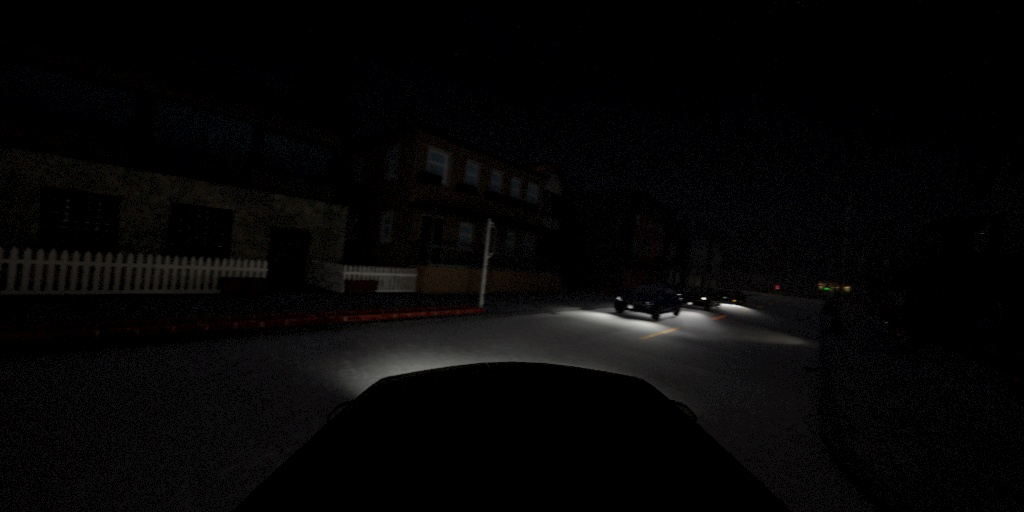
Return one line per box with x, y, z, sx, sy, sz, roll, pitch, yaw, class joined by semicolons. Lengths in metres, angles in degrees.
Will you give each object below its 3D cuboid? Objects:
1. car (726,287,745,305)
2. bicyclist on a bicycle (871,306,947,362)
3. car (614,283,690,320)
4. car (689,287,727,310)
18.990;3.423;31.306;1.994;1.385;4.181;6;0;41;car
12.682;2.445;11.452;1.656;1.620;0.582;7;1;41;bicyclist on a bicycle
6.538;2.025;16.869;1.812;1.442;4.674;6;0;41;car
12.472;2.748;23.777;1.895;1.301;4.718;6;0;41;car
